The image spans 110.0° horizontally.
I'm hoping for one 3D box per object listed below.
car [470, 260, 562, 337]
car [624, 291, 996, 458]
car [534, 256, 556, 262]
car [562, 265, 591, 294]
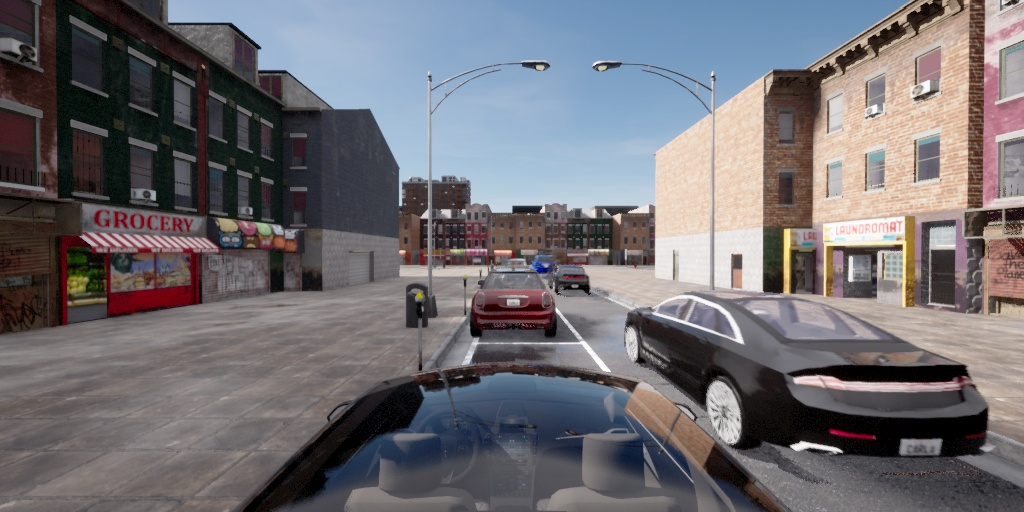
[{"bbox_3d":[0.033,1.102,10.471,2.097,1.767,4.553,0,0,0],"label":"car"},{"bbox_3d":[3.122,1.242,5.163,2.128,1.511,4.902,0,0,0],"label":"car"},{"bbox_3d":[3.021,0.981,34.062,2.150,2.045,5.566,0,0,1],"label":"car"},{"bbox_3d":[3.121,1.255,20.194,1.837,1.490,4.892,0,0,0],"label":"car"}]
